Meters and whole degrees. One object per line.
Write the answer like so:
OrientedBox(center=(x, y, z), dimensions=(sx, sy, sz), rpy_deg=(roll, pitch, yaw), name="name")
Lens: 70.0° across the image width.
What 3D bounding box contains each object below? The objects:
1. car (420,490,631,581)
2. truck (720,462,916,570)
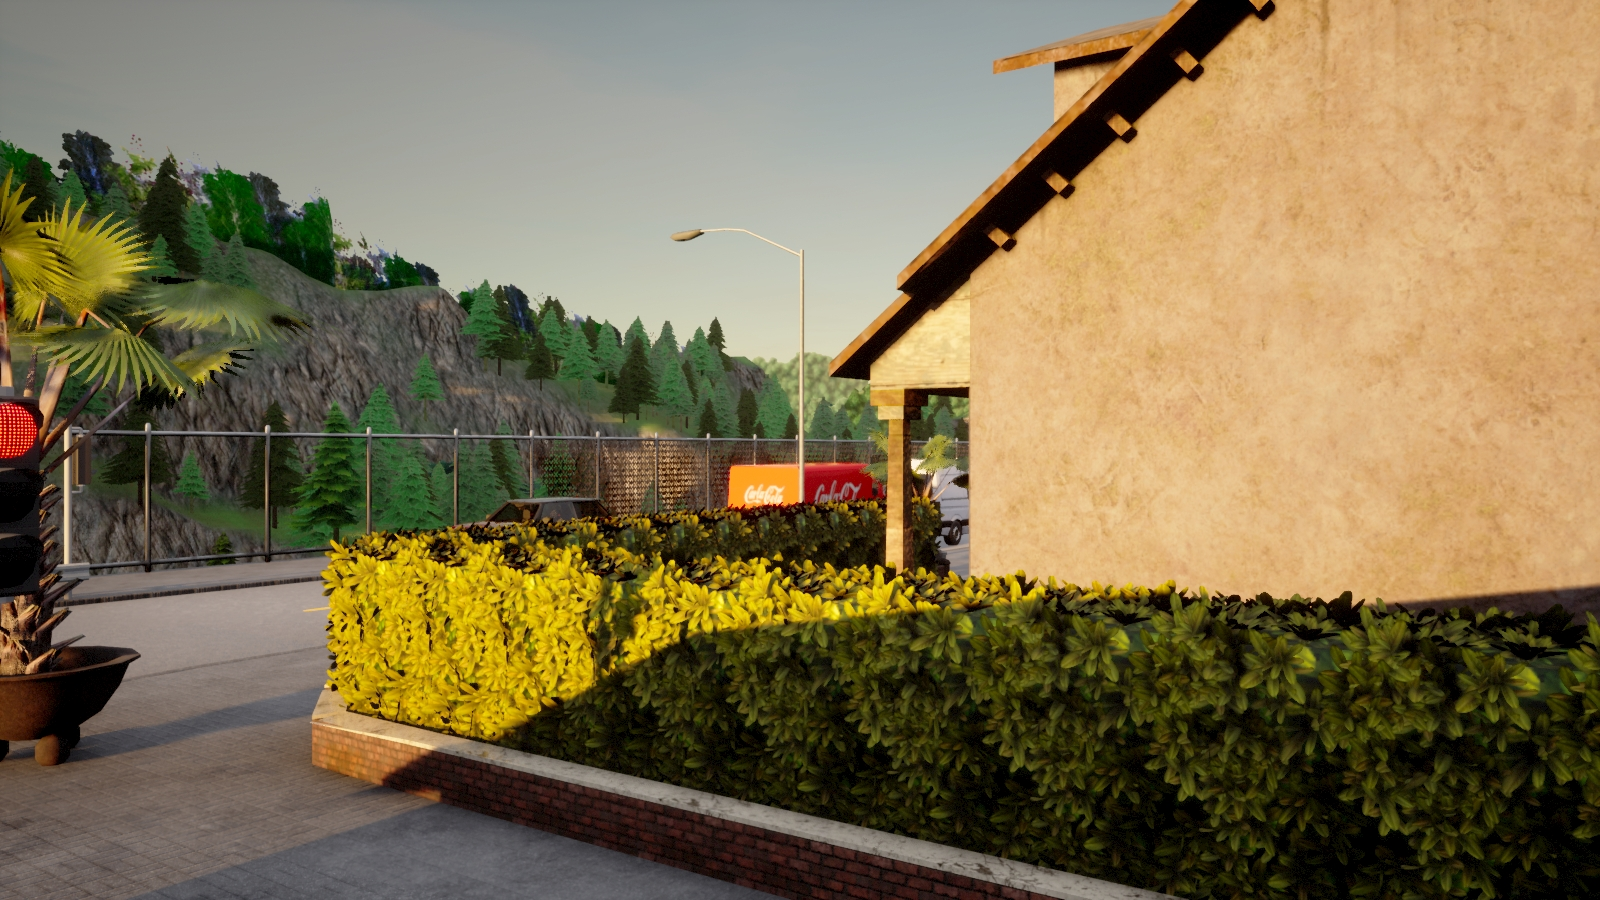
OrientedBox(center=(-6.312, 1.906, 26.765), dimensions=(2.097, 1.767, 4.553), rpy_deg=(0, 0, 35), name="car")
OrientedBox(center=(0.584, 1.568, 29.600), dimensions=(2.627, 2.467, 5.204), rpy_deg=(0, 0, 35), name="truck")
